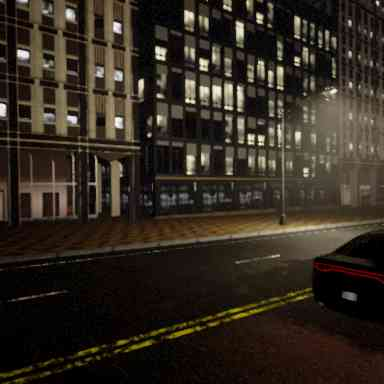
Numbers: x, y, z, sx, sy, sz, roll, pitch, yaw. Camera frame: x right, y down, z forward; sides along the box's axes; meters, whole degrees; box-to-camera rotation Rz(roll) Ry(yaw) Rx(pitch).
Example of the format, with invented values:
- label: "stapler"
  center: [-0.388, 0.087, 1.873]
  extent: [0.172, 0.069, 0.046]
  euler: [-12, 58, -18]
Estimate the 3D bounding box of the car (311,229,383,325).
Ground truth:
- label: "car"
  center: [4.475, 1.477, 6.647]
  extent: [5.008, 1.535, 1.882]
  euler: [0, 0, -36]
